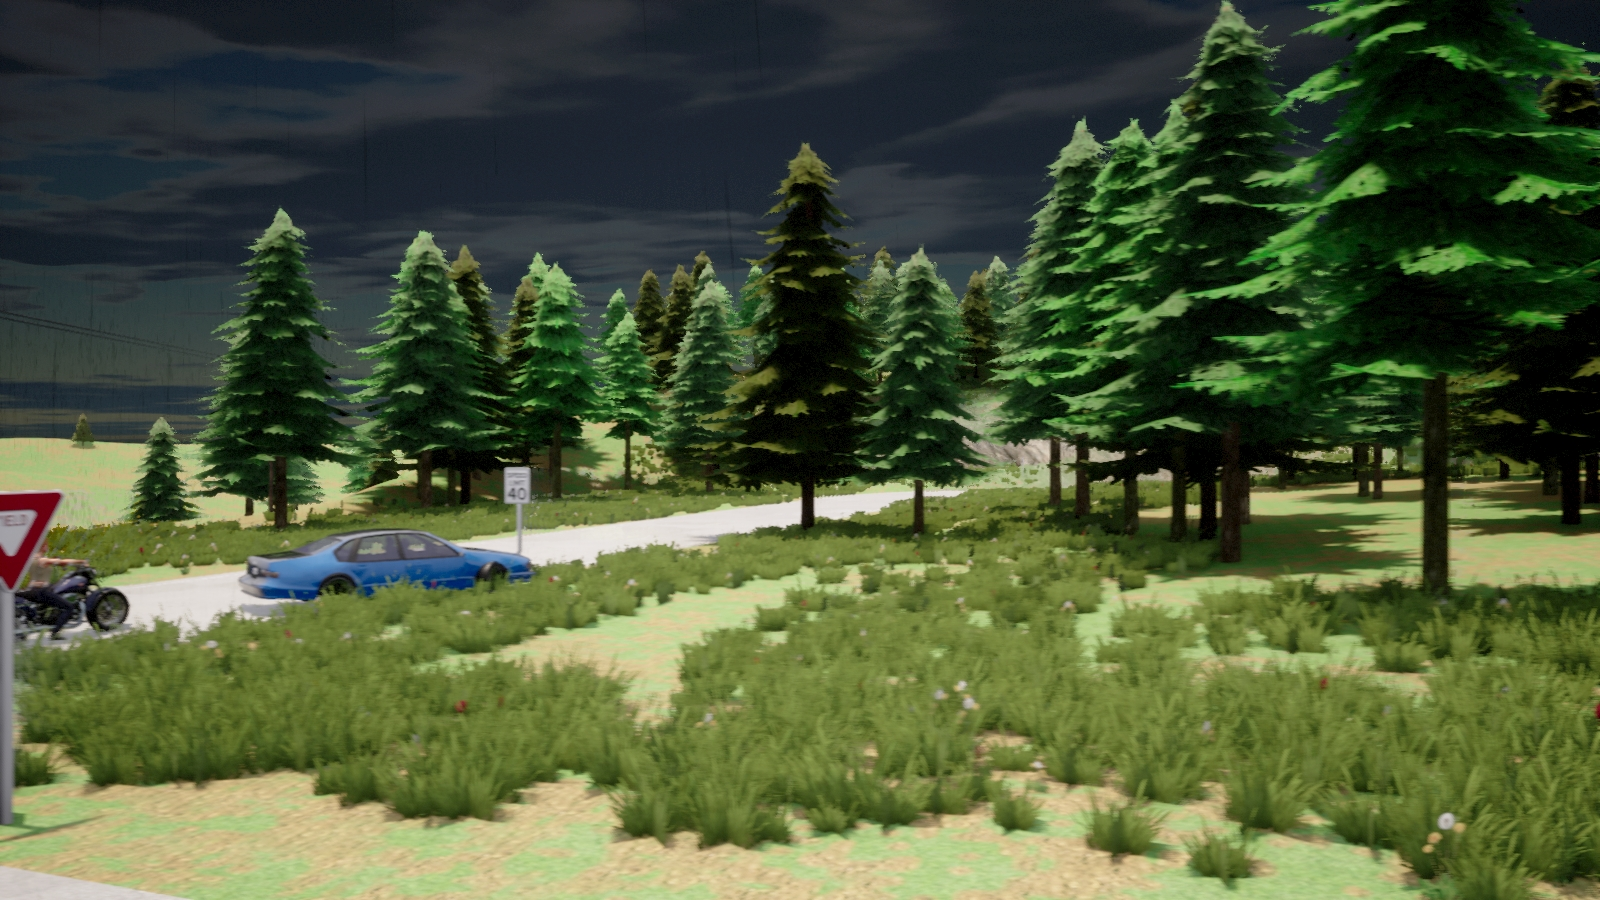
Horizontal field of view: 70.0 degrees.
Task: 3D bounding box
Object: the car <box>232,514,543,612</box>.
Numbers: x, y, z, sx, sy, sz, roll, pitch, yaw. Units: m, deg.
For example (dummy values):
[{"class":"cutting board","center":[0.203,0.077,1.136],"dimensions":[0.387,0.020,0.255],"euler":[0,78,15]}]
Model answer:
[{"class":"car","center":[-7.960,2.106,22.381],"dimensions":[5.357,1.411,2.033],"euler":[0,0,-39]}]
